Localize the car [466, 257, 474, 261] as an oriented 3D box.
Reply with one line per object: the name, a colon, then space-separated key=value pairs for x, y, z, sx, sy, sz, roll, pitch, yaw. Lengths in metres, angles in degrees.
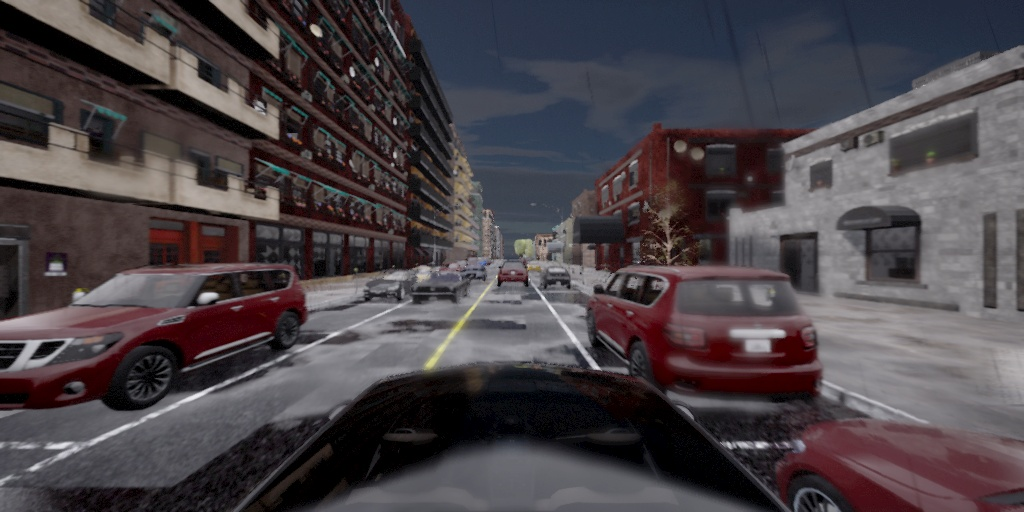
car: x=-5.694 y=1.232 z=39.544 sx=1.967 sy=1.591 sz=4.097 roll=0 pitch=0 yaw=0

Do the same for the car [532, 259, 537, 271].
car: x=2.686 y=1.327 z=45.255 sx=1.751 sy=1.417 sz=4.829 roll=0 pitch=0 yaw=0

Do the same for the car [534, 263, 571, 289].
car: x=2.688 y=1.320 z=22.928 sx=2.007 sy=1.370 sz=4.403 roll=0 pitch=0 yaw=0

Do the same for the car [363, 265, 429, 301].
car: x=-5.692 y=1.313 z=17.387 sx=2.007 sy=1.370 sz=4.403 roll=0 pitch=0 yaw=0

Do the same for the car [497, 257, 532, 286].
car: x=0.073 y=1.124 z=25.638 sx=2.097 sy=1.767 sz=4.553 roll=0 pitch=0 yaw=0

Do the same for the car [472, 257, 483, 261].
car: x=-5.696 y=1.126 z=50.623 sx=2.192 sy=1.841 sz=5.009 roll=0 pitch=0 yaw=0

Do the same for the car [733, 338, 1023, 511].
car: x=2.691 y=1.332 z=0.772 sx=1.802 sy=1.307 sz=4.207 roll=0 pitch=0 yaw=0

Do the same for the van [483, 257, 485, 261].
van: x=-5.696 y=1.163 z=56.163 sx=1.690 sy=1.789 sz=3.998 roll=0 pitch=0 yaw=0

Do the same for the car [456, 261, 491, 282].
car: x=-3.054 y=1.342 z=29.327 sx=1.994 sy=1.385 sz=4.181 roll=0 pitch=0 yaw=0

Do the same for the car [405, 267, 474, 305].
car: x=-3.047 y=1.362 z=16.139 sx=1.895 sy=1.301 sz=4.718 roll=0 pitch=0 yaw=0

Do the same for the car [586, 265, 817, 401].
car: x=2.690 y=1.068 z=6.311 sx=2.192 sy=1.841 sz=5.009 roll=0 pitch=0 yaw=0

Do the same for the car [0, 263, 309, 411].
car: x=-5.691 y=1.068 z=6.309 sx=2.192 sy=1.841 sz=5.009 roll=0 pitch=0 yaw=0

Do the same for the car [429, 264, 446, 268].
car: x=-5.693 y=1.294 z=22.756 sx=1.751 sy=1.417 sz=4.829 roll=0 pitch=0 yaw=0

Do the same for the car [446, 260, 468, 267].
car: x=-5.694 y=1.329 z=34.006 sx=1.888 sy=1.381 sz=4.507 roll=0 pitch=0 yaw=0
